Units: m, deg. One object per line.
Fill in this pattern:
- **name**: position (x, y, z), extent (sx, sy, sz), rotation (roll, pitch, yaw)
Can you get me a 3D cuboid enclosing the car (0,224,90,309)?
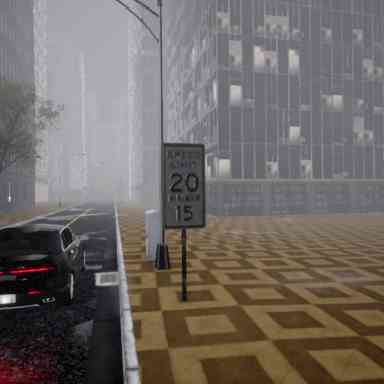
- **car**: position (-3.608, 1.509, 7.811), extent (1.837, 1.490, 4.892), rotation (-1, 0, -13)
